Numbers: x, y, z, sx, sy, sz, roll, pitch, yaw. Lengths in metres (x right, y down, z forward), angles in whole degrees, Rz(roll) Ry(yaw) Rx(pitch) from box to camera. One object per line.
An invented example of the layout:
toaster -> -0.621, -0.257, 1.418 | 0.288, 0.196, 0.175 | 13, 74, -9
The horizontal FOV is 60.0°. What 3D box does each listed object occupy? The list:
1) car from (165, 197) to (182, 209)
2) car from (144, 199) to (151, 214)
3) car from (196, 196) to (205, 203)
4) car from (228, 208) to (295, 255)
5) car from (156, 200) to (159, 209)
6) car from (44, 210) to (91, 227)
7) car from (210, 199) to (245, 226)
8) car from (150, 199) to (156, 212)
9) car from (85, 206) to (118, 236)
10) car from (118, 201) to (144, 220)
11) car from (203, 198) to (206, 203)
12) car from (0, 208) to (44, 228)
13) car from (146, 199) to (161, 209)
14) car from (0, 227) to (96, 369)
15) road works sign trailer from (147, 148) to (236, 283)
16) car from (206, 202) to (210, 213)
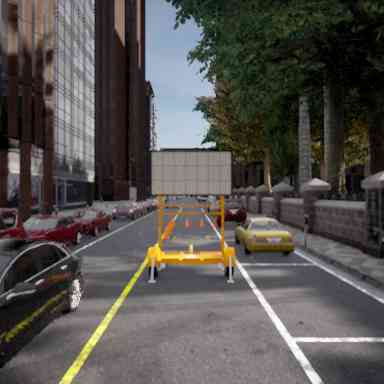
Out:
car -> -3.087, 1.828, 51.229 | 2.033, 1.411, 5.357 | 0, 0, 0
car -> -5.826, 1.740, 35.093 | 2.008, 1.369, 4.403 | 0, 0, 0
car -> 2.610, 1.911, 83.449 | 1.967, 1.590, 4.097 | 0, 0, 0
car -> 2.739, 1.595, 13.455 | 1.752, 1.417, 4.829 | 0, 0, 0
car -> -5.846, 1.691, 46.007 | 1.967, 1.590, 4.097 | 0, 0, 0
car -> -5.786, 1.614, 13.265 | 1.887, 1.381, 4.507 | 0, 0, 0
car -> 2.719, 1.444, 24.199 | 2.192, 1.841, 5.009 | 0, 0, 0
car -> -5.836, 1.765, 40.549 | 1.887, 1.381, 4.507 | 0, 0, 0
car -> -5.796, 1.643, 18.722 | 1.887, 1.381, 4.507 | 0, 0, 0
car -> -5.816, 1.599, 29.636 | 1.967, 1.590, 4.097 | 0, 0, 0
car -> 2.689, 1.786, 40.567 | 1.947, 1.339, 4.313 | 0, 0, 0
car -> -5.776, 1.355, 7.809 | 2.192, 1.841, 5.009 | 0, 0, 0
car -> -5.856, 1.807, 51.293 | 1.752, 1.417, 4.829 | 0, 0, 0
car -> -3.108, 1.532, 4.929 | 1.837, 1.490, 4.892 | 0, -1, 0
road works sign trailer -> -0.017, 0.515, 9.832 | 2.380, 3.560, 2.880 | 0, 0, 0
car -> 2.699, 1.716, 35.281 | 1.752, 1.417, 4.829 | 0, 0, 0
